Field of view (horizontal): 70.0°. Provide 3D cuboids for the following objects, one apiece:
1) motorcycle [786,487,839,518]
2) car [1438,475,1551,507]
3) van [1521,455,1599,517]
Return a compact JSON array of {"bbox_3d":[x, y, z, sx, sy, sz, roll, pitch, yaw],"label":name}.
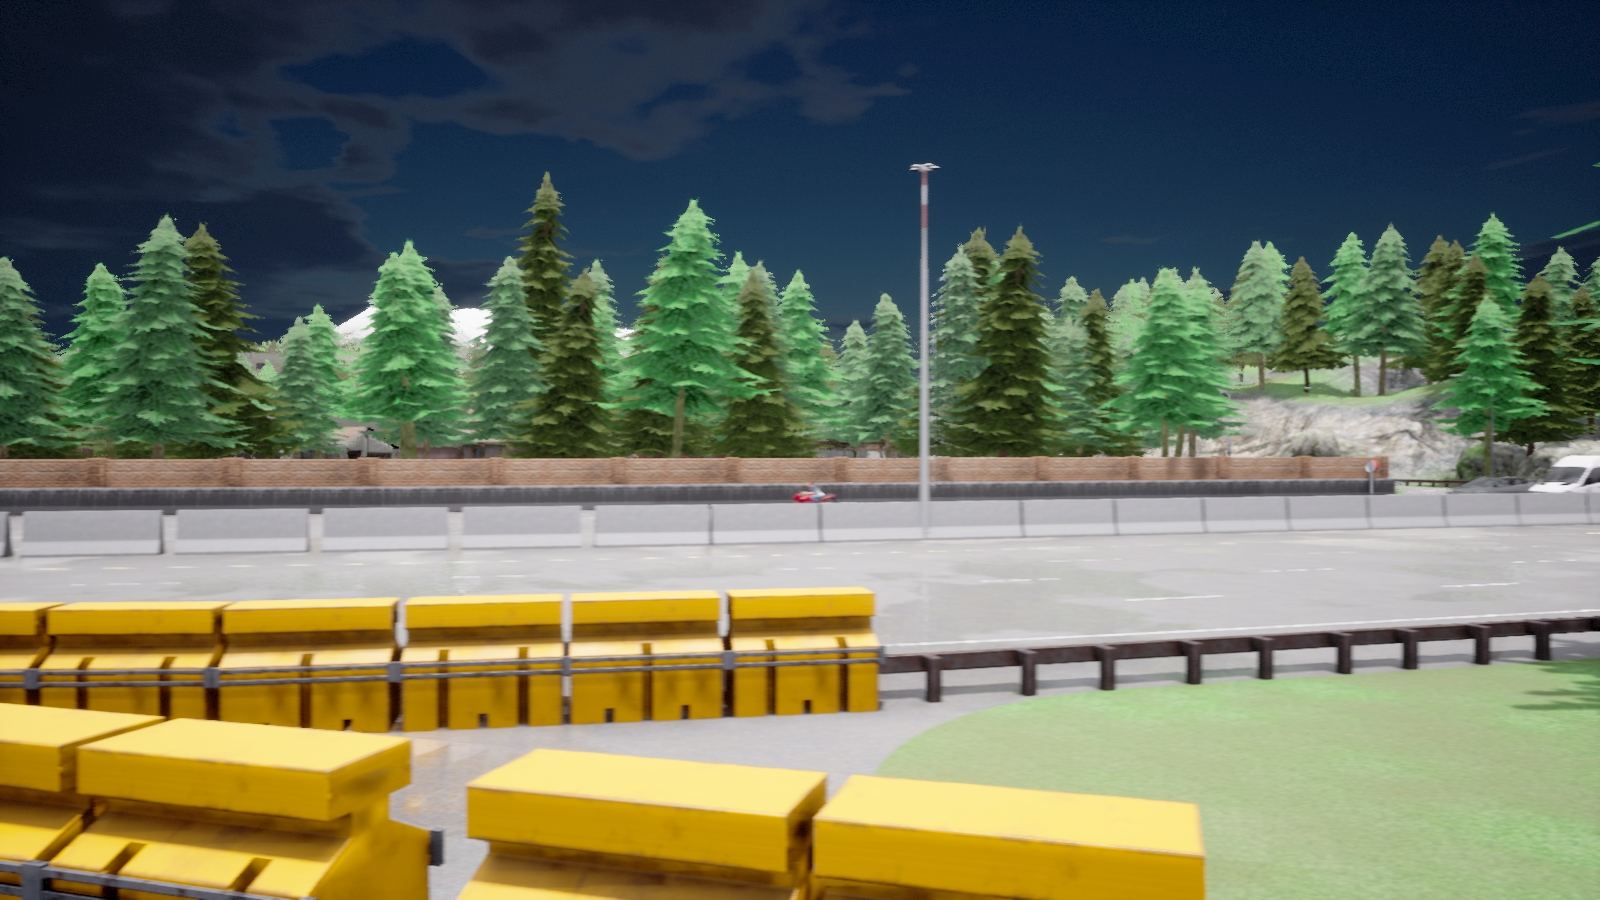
[{"bbox_3d":[0.503,2.166,47.026,2.033,1.217,0.803,0,0,-16],"label":"motorcycle"},{"bbox_3d":[34.752,2.045,57.213,4.792,1.488,2.163,0,0,-17],"label":"car"},{"bbox_3d":[34.633,1.519,49.834,5.915,2.561,1.988,0,0,-17],"label":"van"}]
